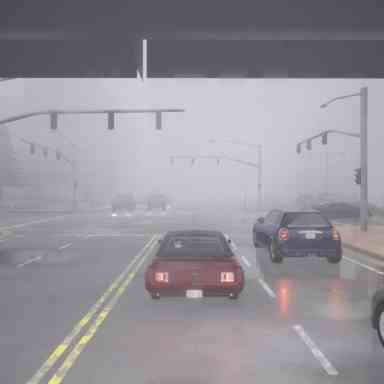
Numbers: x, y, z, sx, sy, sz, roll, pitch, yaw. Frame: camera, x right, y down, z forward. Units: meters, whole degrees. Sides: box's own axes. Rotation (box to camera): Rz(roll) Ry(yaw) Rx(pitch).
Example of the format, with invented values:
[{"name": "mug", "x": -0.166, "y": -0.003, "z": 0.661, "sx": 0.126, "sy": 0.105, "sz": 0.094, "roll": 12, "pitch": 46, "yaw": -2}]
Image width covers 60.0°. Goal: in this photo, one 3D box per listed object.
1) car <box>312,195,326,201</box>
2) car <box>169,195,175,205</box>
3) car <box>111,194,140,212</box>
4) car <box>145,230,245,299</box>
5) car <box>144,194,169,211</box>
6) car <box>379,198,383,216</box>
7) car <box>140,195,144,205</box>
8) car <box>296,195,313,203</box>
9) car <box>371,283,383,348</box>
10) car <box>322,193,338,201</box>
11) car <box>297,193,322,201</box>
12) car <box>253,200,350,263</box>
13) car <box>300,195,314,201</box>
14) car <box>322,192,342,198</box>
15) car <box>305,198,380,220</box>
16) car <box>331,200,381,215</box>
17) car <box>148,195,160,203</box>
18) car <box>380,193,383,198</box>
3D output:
[{"name": "car", "x": 30.806, "y": 1.364, "z": 80.750, "sx": 1.784, "sy": 1.438, "sz": 3.905, "roll": 0, "pitch": 0, "yaw": 0}, {"name": "car", "x": -4.553, "y": 1.491, "z": 57.548, "sx": 2.128, "sy": 1.511, "sz": 4.902, "roll": 0, "pitch": 0, "yaw": 0}, {"name": "car", "x": -7.916, "y": 1.222, "z": 39.154, "sx": 2.150, "sy": 2.045, "sz": 5.566, "roll": 0, "pitch": 0, "yaw": -1}, {"name": "car", "x": 0.066, "y": 1.601, "z": 8.384, "sx": 1.895, "sy": 1.301, "sz": 4.718, "roll": 0, "pitch": 0, "yaw": 0}, {"name": "car", "x": -4.243, "y": 1.221, "z": 40.487, "sx": 2.150, "sy": 2.045, "sz": 5.566, "roll": 0, "pitch": 0, "yaw": -3}, {"name": "car", "x": 19.253, "y": 1.505, "z": 30.430, "sx": 4.892, "sy": 1.490, "sz": 1.837, "roll": 0, "pitch": 0, "yaw": 1}, {"name": "car", "x": -8.046, "y": 1.353, "z": 56.126, "sx": 2.097, "sy": 1.767, "sz": 4.553, "roll": 0, "pitch": 0, "yaw": 0}, {"name": "car", "x": 22.189, "y": 1.395, "z": 65.623, "sx": 1.970, "sy": 1.475, "sz": 3.806, "roll": 0, "pitch": 0, "yaw": 0}, {"name": "car", "x": 3.600, "y": 1.505, "z": 3.062, "sx": 1.837, "sy": 1.490, "sz": 4.892, "roll": 0, "pitch": 0, "yaw": 0}, {"name": "car", "x": 33.489, "y": 1.153, "z": 80.809, "sx": 1.932, "sy": 1.855, "sz": 4.605, "roll": 0, "pitch": 0, "yaw": 0}, {"name": "car", "x": 16.642, "y": 1.153, "z": 48.193, "sx": 1.932, "sy": 1.855, "sz": 4.605, "roll": 0, "pitch": 0, "yaw": 0}, {"name": "car", "x": 3.580, "y": 1.352, "z": 12.150, "sx": 2.097, "sy": 1.767, "sz": 4.553, "roll": 0, "pitch": 0, "yaw": 0}, {"name": "car", "x": 27.911, "y": 1.395, "z": 80.742, "sx": 1.970, "sy": 1.475, "sz": 3.806, "roll": 0, "pitch": 0, "yaw": 0}, {"name": "car", "x": 19.536, "y": 1.156, "z": 48.148, "sx": 1.905, "sy": 1.878, "sz": 3.866, "roll": 0, "pitch": 0, "yaw": 0}, {"name": "car", "x": 12.049, "y": 1.505, "z": 26.884, "sx": 4.892, "sy": 1.490, "sz": 1.837, "roll": 0, "pitch": 1, "yaw": 2}, {"name": "car", "x": 16.667, "y": 1.564, "z": 33.962, "sx": 4.181, "sy": 1.385, "sz": 1.994, "roll": 0, "pitch": 0, "yaw": 1}, {"name": "car", "x": -8.058, "y": 1.478, "z": 71.076, "sx": 1.882, "sy": 1.535, "sz": 5.008, "roll": 0, "pitch": 0, "yaw": 0}, {"name": "car", "x": 39.086, "y": 1.153, "z": 65.764, "sx": 1.932, "sy": 1.855, "sz": 4.605, "roll": 0, "pitch": 0, "yaw": 0}]
